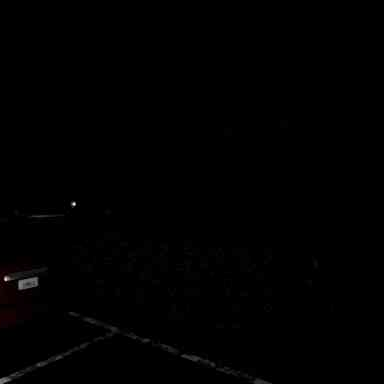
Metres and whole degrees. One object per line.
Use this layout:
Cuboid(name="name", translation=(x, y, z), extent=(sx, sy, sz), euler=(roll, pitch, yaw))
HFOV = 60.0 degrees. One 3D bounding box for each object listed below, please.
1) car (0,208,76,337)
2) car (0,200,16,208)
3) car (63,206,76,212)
Cuboid(name="car", translation=(-4.135, 1.316, 5.901), extent=(5.009, 1.841, 2.192), euler=(0, -1, 36))
Cuboid(name="car", translation=(-18.234, 1.502, 29.758), extent=(2.097, 1.767, 4.553), euler=(-1, -1, 37))
Cuboid(name="car", translation=(-12.159, 1.837, 37.944), extent=(1.895, 1.301, 4.718), euler=(-1, -1, 36))
